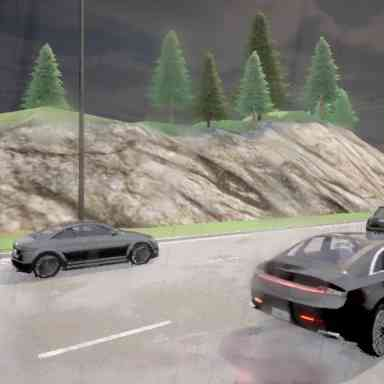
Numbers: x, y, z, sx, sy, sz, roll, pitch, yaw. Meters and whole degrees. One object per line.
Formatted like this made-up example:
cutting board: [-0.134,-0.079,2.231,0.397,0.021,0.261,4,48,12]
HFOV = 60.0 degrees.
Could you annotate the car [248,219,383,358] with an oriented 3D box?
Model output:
car: [3.200,1.490,6.035,4.902,1.511,2.128,0,0,-36]

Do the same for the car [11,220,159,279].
car: [-3.124,1.564,10.121,4.181,1.385,1.994,0,0,-36]

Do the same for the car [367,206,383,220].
car: [9.889,1.352,15.121,4.553,1.767,2.097,0,0,-36]
